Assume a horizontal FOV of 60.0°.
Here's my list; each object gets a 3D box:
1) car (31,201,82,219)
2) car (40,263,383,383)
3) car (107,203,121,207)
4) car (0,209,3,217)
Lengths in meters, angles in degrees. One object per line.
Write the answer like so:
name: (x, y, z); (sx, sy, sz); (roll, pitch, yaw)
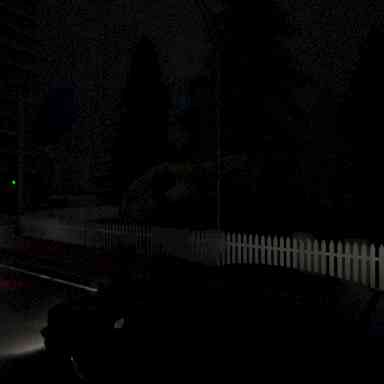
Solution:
car: (-11.072, 1.469, 27.709); (1.812, 1.442, 4.674); (0, 0, 25)
car: (0.622, 1.547, 3.550); (5.357, 1.411, 2.033); (0, 0, 36)
car: (-10.275, 1.295, 46.344); (2.097, 1.767, 4.553); (0, 0, 2)
car: (-16.673, 1.545, 24.466); (1.895, 1.301, 4.718); (0, 0, 32)
